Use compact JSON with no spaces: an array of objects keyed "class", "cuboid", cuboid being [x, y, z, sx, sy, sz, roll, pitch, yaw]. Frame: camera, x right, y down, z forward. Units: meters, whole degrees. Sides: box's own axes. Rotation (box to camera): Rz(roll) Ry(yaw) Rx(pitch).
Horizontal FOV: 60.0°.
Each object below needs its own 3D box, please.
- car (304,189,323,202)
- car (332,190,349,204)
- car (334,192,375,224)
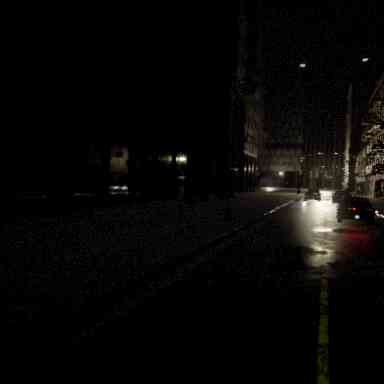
[{"class":"car","cuboid":[14.777,0.404,40.522,1.837,1.490,4.892,3,2,22]},{"class":"car","cuboid":[16.519,0.571,36.640,1.882,1.535,5.008,3,2,22]},{"class":"car","cuboid":[9.803,1.004,20.094,1.837,1.490,4.892,3,3,22]}]
